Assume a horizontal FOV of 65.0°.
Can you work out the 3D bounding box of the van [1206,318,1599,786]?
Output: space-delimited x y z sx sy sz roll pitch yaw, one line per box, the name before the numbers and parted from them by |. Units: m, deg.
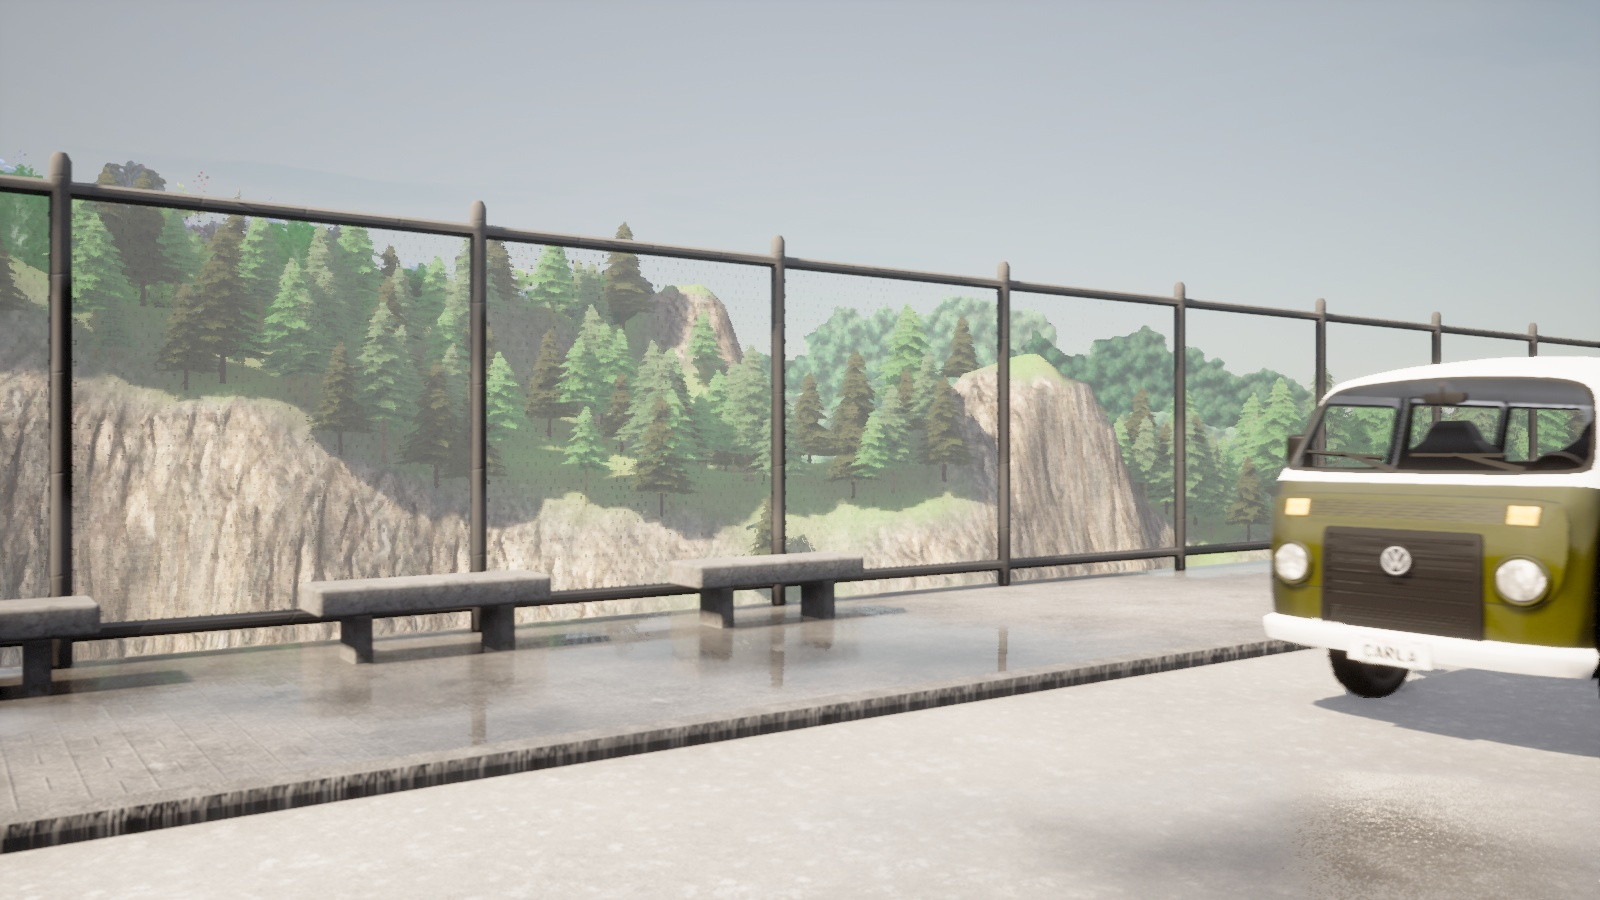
van | 4.743 0.439 7.571 4.480 2.038 2.069 0 0 -35
